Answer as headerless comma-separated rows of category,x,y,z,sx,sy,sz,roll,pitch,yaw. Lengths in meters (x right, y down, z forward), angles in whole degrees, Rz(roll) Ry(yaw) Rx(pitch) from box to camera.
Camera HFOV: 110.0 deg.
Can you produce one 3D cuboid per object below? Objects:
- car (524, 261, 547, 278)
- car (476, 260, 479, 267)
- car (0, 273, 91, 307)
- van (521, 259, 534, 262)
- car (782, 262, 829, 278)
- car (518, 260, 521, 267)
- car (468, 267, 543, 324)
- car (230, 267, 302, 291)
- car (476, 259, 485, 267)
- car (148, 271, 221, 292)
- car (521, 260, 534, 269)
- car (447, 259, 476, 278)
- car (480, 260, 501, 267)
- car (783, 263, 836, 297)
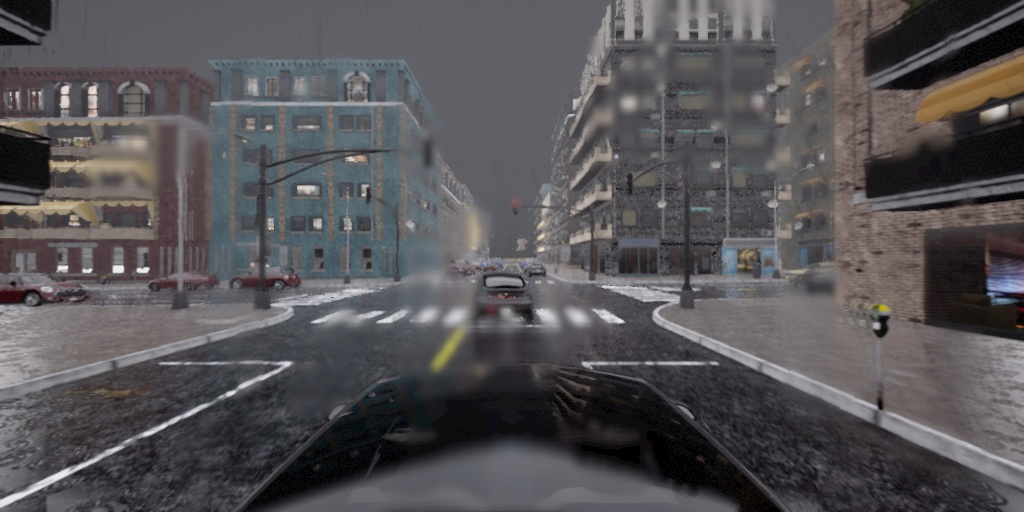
car,2.558,1.474,36.813,1.948,1.339,4.313,0,0,0
car,-5.324,1.477,42.363,1.888,1.381,4.507,0,0,0
car,-22.495,1.513,16.807,4.097,1.591,1.967,0,0,0
van,2.554,1.318,53.469,1.690,1.789,3.998,0,0,0
car,21.129,1.105,24.366,4.829,1.417,1.751,0,0,0
car,2.551,1.462,64.573,1.967,1.591,4.097,0,0,0
car,-0.450,1.302,12.251,1.837,1.490,4.892,0,0,-8
car,-16.910,1.494,24.656,4.097,1.591,1.967,0,0,0
car,-5.326,1.522,53.467,1.888,1.381,4.507,0,0,0
car,-22.459,1.705,24.693,4.207,1.307,1.802,0,0,0
car,2.555,1.536,47.917,1.802,1.307,4.207,0,0,0
car,-5.323,1.223,36.811,2.192,1.841,5.009,0,0,0
car,-2.845,1.558,48.559,1.895,1.301,4.718,0,0,0
car,15.599,1.151,16.526,4.403,1.370,2.007,0,0,0
